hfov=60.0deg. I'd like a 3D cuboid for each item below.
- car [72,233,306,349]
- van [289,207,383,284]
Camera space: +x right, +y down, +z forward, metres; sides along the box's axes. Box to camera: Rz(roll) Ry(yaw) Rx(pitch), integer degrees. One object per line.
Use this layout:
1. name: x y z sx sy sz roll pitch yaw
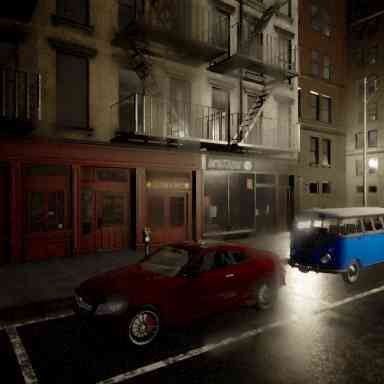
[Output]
1. car: -0.005 1.582 6.176 4.206 1.307 1.802 0 0 -35
2. van: 4.410 1.341 9.296 3.998 1.788 1.690 0 0 -35
